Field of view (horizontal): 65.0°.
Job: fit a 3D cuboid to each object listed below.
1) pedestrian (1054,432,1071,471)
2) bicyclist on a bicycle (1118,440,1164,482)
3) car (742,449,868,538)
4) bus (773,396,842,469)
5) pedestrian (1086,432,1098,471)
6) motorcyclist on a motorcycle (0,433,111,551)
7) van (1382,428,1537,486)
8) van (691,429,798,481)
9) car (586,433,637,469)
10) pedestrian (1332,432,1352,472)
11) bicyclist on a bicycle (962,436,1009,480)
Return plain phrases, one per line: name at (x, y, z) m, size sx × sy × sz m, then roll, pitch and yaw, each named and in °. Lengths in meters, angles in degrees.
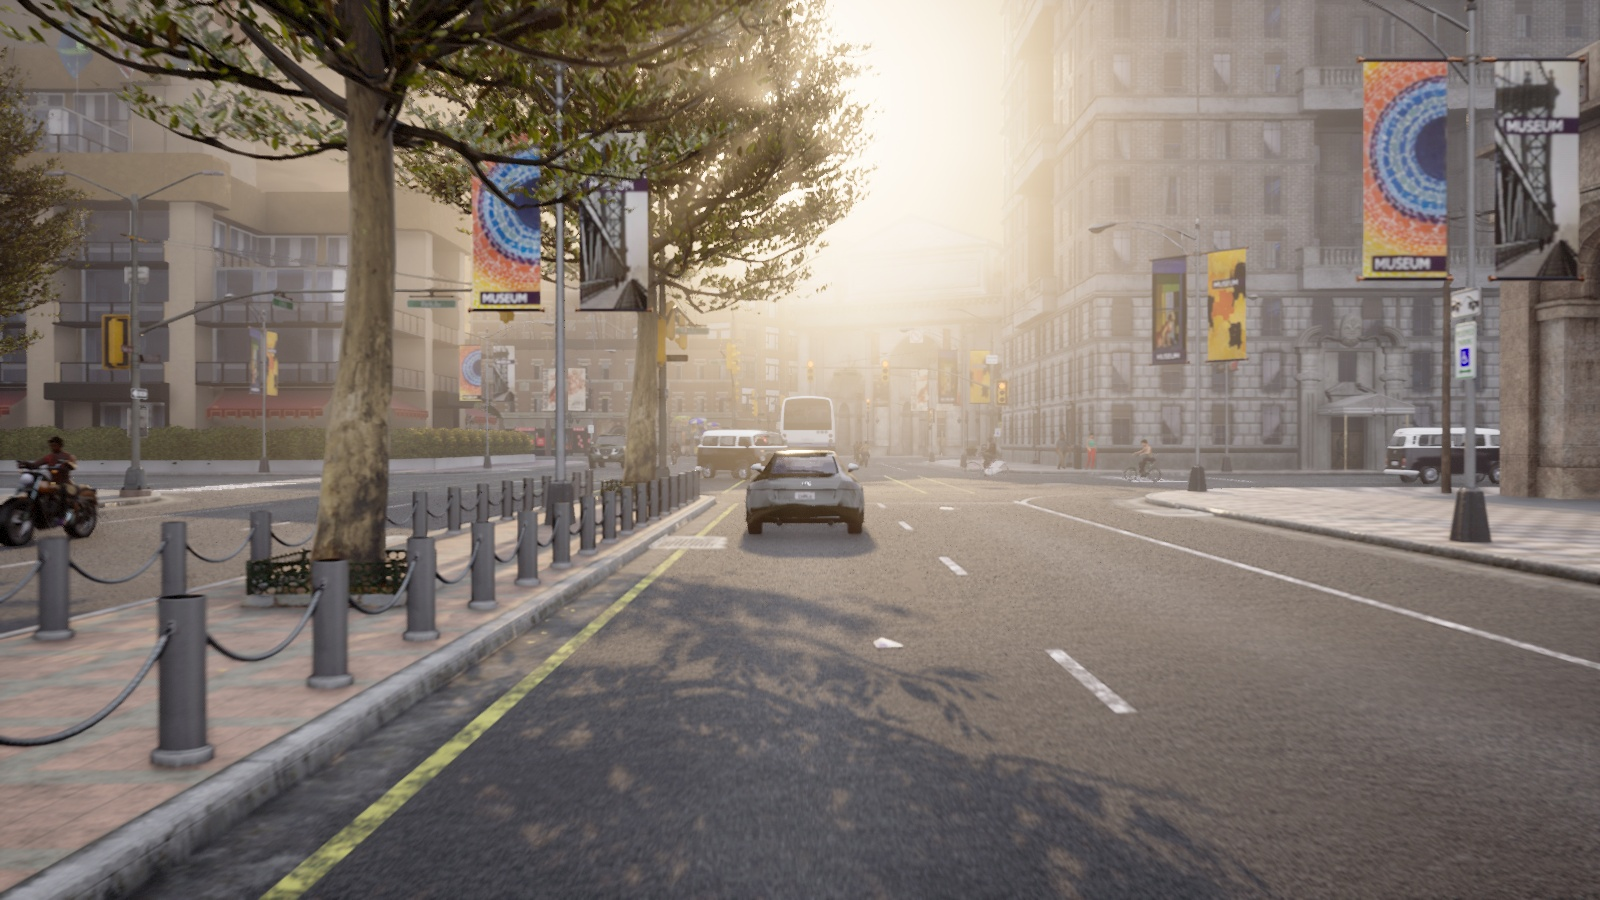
pedestrian at (12.723, 0.071, 60.887) m, size 0.540 × 1.848 × 0.694 m, roll 0°, pitch 0°, yaw -12°
bicyclist on a bicycle at (13.100, 0.421, 48.264) m, size 1.509 × 1.612 × 0.866 m, roll 0°, pitch 0°, yaw -8°
car at (0.085, 0.687, 21.894) m, size 1.994 × 1.385 × 4.181 m, roll 0°, pitch 0°, yaw 0°
bus at (0.468, -1.067, 77.808) m, size 3.944 × 4.253 × 10.273 m, roll 0°, pitch 1°, yaw 0°
pedestrian at (14.152, 0.072, 60.890) m, size 0.345 × 1.836 × 0.594 m, roll 0°, pitch 0°, yaw -16°
motorcyclist on a motorcycle at (-11.376, 0.582, 18.845) m, size 0.766 × 1.649 × 2.350 m, roll 0°, pitch 0°, yaw 0°
van at (23.687, 0.238, 45.236) m, size 4.480 × 2.038 × 2.069 m, roll 0°, pitch 0°, yaw 0°
van at (-2.329, 0.179, 51.299) m, size 2.069 × 2.038 × 4.480 m, roll -1°, pitch 1°, yaw -40°
car at (-11.055, 0.040, 74.065) m, size 2.150 × 2.045 × 5.566 m, roll 0°, pitch 0°, yaw 0°
pedestrian at (26.403, 0.081, 61.137) m, size 0.788 × 1.949 × 0.423 m, roll 0°, pitch 0°, yaw 4°
bicyclist on a bicycle at (7.700, 0.329, 52.237) m, size 1.843 × 1.776 × 0.659 m, roll 0°, pitch 0°, yaw 0°
